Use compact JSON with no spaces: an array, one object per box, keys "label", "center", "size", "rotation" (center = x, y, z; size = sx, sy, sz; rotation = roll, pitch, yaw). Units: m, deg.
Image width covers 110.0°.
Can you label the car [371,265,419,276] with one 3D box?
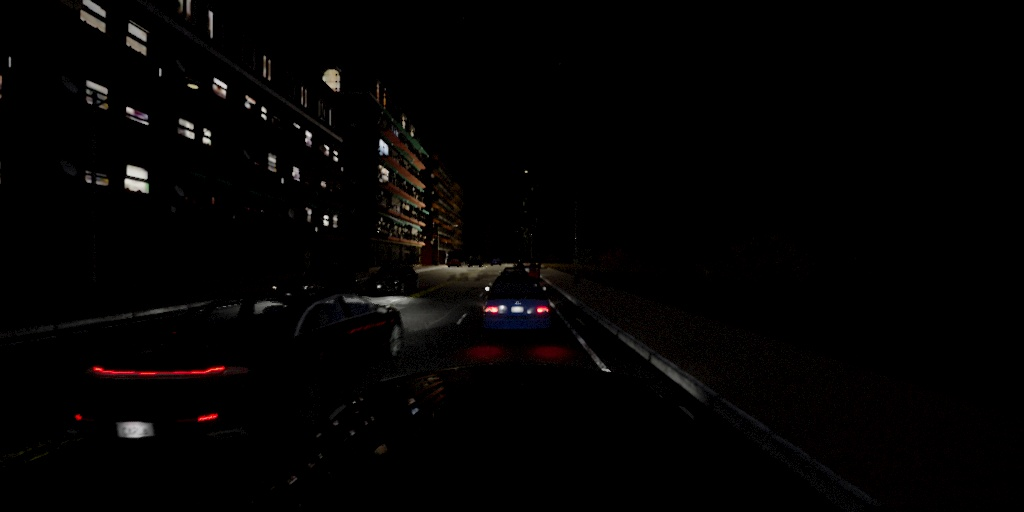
[{"label":"car","center":[-6.561,1.264,20.105],"size":[1.837,1.490,4.892],"rotation":[0,0,0]}]

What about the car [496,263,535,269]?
[{"label":"car","center":[0.137,1.324,21.239],"size":[1.994,1.385,4.181],"rotation":[0,0,1]}]

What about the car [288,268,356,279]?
[{"label":"car","center":[-9.812,1.306,18.390],"size":[2.033,1.411,5.357],"rotation":[0,0,0]}]

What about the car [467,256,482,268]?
[{"label":"car","center":[-6.429,0.994,62.749],"size":[2.150,2.045,5.566],"rotation":[0,0,1]}]

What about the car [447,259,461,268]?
[{"label":"car","center":[-9.695,1.298,60.515],"size":[1.812,1.442,4.674],"rotation":[0,0,0]}]

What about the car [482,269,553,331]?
[{"label":"car","center":[0.123,1.302,10.906],"size":[2.033,1.411,5.357],"rotation":[0,0,0]}]

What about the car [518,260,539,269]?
[{"label":"car","center":[1.200,1.114,30.173],"size":[2.097,1.767,4.553],"rotation":[0,0,0]}]

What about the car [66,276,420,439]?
[{"label":"car","center":[-3.144,1.242,5.421],"size":[2.128,1.511,4.902],"rotation":[0,0,0]}]
